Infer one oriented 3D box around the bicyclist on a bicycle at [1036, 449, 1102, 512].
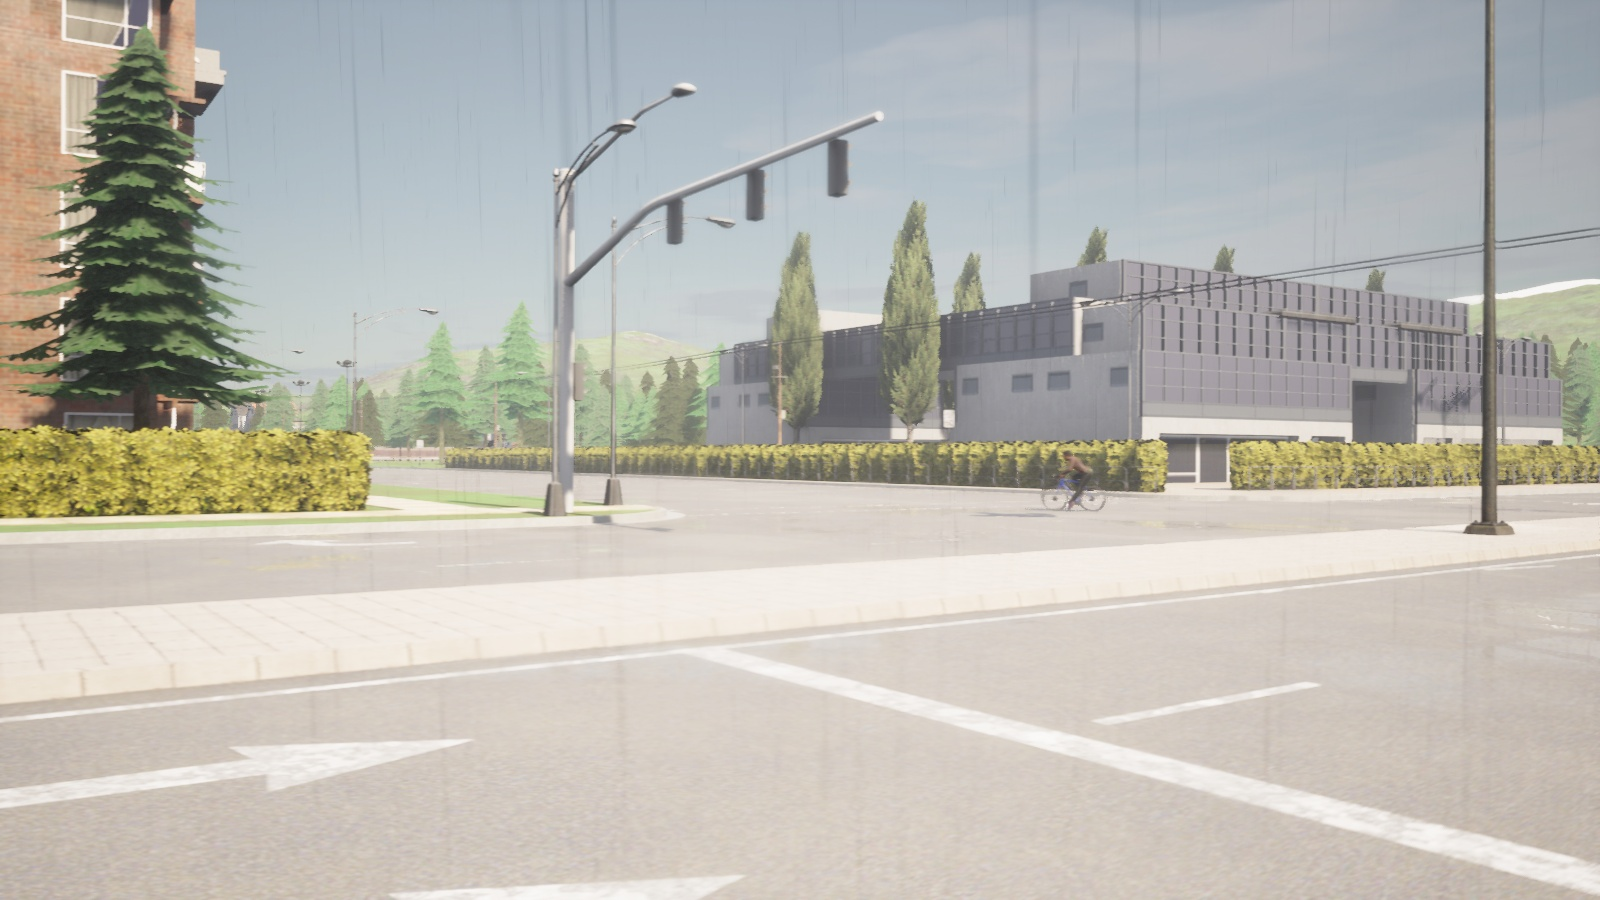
[{"bbox_3d":[7.098,0.807,33.143,1.656,1.620,0.582,0,-1,16],"label":"bicyclist on a bicycle"}]
